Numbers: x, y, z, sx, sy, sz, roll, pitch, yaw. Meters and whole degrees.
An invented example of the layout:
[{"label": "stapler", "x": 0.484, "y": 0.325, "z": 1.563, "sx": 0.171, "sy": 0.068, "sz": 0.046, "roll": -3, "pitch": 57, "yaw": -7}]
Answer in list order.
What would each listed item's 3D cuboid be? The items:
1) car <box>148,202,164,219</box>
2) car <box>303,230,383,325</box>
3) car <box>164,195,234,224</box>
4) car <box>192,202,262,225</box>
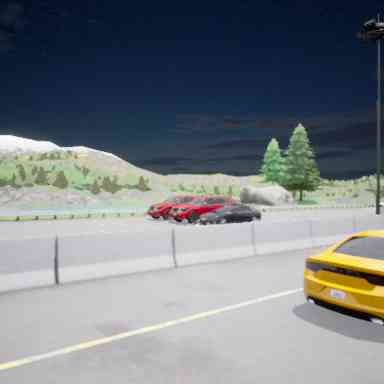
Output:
[{"label": "car", "x": -1.080, "y": 1.319, "z": 28.896, "sx": 5.566, "sy": 2.045, "sz": 2.150, "roll": 1, "pitch": 0, "yaw": -35}, {"label": "car", "x": 4.405, "y": 1.532, "z": 6.889, "sx": 5.008, "sy": 1.535, "sz": 1.882, "roll": 0, "pitch": 0, "yaw": -35}, {"label": "car", "x": 0.979, "y": 1.319, "z": 26.066, "sx": 5.566, "sy": 2.045, "sz": 2.150, "roll": 1, "pitch": 0, "yaw": -35}, {"label": "car", "x": 2.734, "y": 1.622, "z": 23.024, "sx": 4.892, "sy": 1.490, "sz": 1.837, "roll": 1, "pitch": -1, "yaw": -35}]
